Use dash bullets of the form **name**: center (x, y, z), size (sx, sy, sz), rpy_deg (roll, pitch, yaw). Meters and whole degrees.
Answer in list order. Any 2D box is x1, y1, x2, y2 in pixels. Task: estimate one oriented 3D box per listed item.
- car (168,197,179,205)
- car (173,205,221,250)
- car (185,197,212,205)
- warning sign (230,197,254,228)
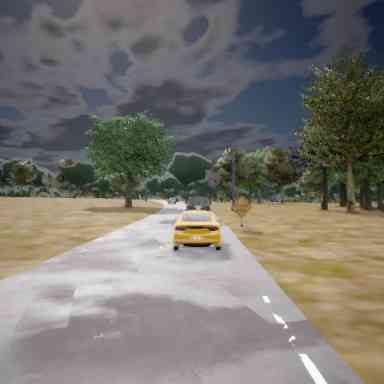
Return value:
- **car**: center (-4.498, 2.085, 75.749), size (2.128, 1.511, 4.902), rpy_deg (0, -1, -6)
- **car**: center (0.233, 1.547, 14.614), size (1.882, 1.535, 5.008), rpy_deg (0, 0, 1)
- **car**: center (0.565, 1.445, 29.654), size (2.150, 2.045, 5.566), rpy_deg (0, 0, 1)
- **warning sign**: center (2.993, 1.219, 20.103), size (1.300, 1.860, 1.060), rpy_deg (-1, -1, 1)
